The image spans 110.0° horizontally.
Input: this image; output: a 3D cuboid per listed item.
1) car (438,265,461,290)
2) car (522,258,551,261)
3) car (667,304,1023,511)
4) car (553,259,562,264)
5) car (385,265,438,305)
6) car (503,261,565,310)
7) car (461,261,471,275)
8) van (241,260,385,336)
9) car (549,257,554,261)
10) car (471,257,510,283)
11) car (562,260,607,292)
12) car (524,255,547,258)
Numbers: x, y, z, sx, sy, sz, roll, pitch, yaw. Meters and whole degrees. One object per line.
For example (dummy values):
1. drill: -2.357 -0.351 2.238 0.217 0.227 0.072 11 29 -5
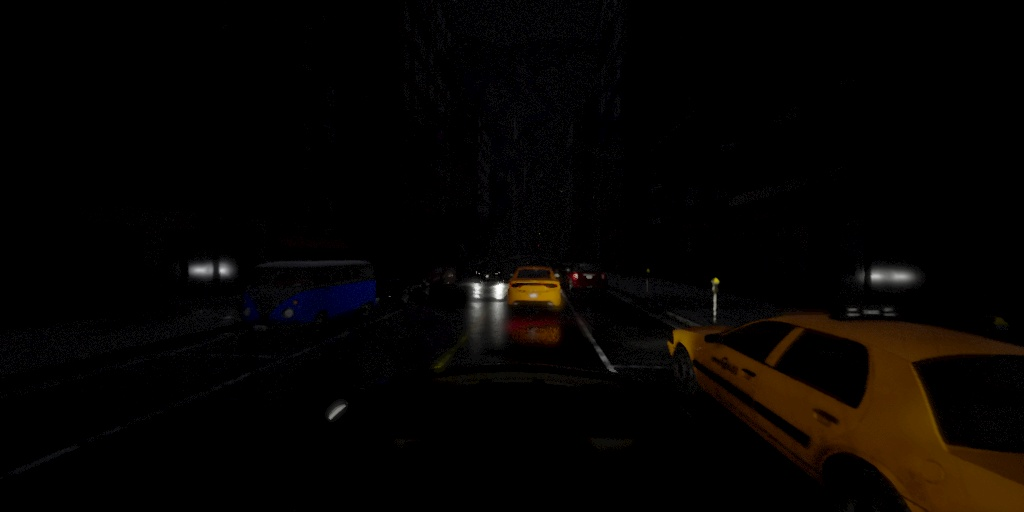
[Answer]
1. car: -4.439 1.170 20.723 1.802 1.307 4.207 0 0 4
2. car: 2.013 1.123 30.114 1.994 1.385 4.181 0 0 4
3. car: 3.184 1.212 3.495 1.801 1.575 5.366 0 0 4
4. car: 4.842 1.120 31.095 2.007 1.370 4.403 0 0 4
5. car: -4.828 1.191 15.235 1.948 1.339 4.313 0 0 4
6. car: 0.894 1.142 14.354 1.882 1.535 5.008 0 1 4
7. car: -3.661 1.082 31.697 1.948 1.339 4.313 0 0 4
8. van: -5.217 1.002 9.748 1.690 1.789 3.998 0 0 4
9. car: 5.621 1.065 42.070 1.948 1.339 4.313 0 0 4
10. car: -1.475 1.073 26.083 1.837 1.490 4.892 0 0 4
11. car: 4.065 1.082 20.120 1.967 1.591 4.097 0 0 4
12. car: 2.848 0.831 42.858 2.097 1.767 4.553 0 1 5
